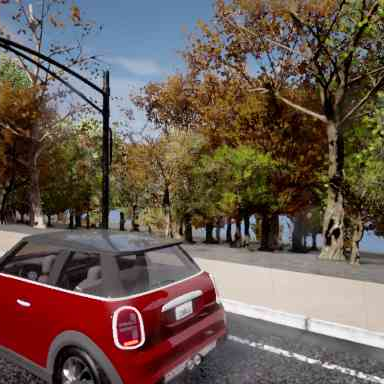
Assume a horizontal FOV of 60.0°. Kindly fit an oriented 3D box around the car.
[{"bbox_3d":[-1.815,1.350,4.979,4.553,1.767,2.097,0,0,36],"label":"car"}]
